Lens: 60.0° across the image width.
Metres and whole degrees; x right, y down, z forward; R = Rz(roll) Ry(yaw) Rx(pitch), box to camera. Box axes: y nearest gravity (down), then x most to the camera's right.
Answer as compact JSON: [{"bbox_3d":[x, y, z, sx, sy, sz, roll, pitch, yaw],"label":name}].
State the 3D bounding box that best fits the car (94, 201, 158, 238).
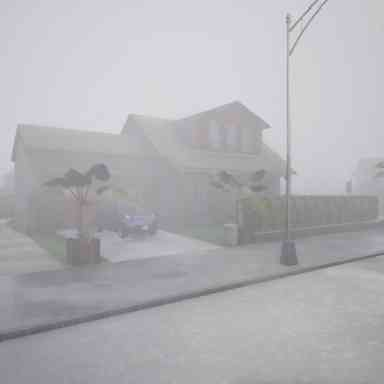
[{"bbox_3d":[-3.054,1.174,15.268,1.845,1.501,3.633,0,0,-38],"label":"car"}]
